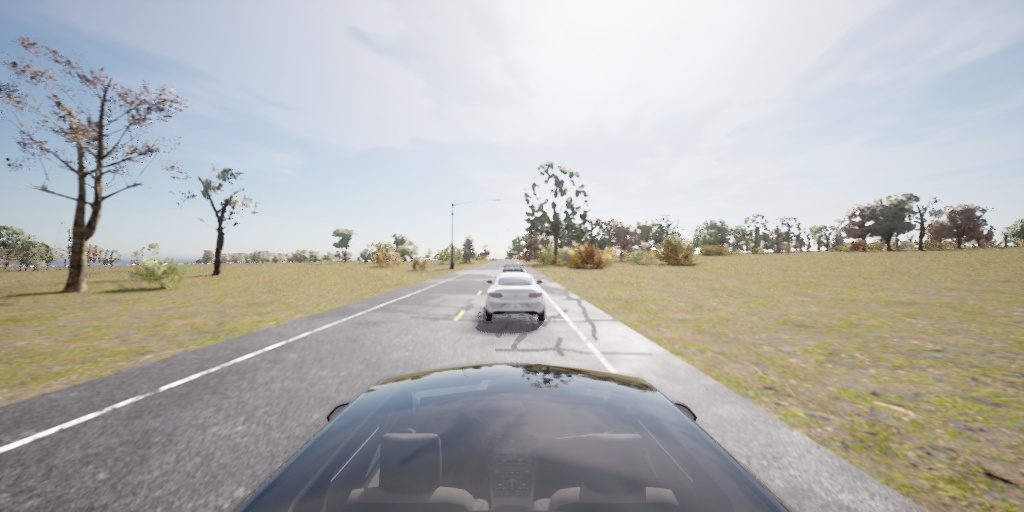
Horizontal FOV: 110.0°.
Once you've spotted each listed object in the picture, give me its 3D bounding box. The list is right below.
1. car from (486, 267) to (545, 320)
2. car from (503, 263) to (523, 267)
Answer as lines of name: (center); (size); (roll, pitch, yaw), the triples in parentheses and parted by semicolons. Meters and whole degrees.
car: (0.098, 1.272, 12.490); (1.812, 1.442, 4.674); (0, 0, 0)
car: (0.090, 1.340, 33.838); (1.895, 1.301, 4.718); (0, 0, 0)
